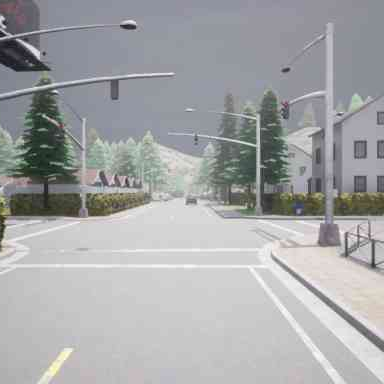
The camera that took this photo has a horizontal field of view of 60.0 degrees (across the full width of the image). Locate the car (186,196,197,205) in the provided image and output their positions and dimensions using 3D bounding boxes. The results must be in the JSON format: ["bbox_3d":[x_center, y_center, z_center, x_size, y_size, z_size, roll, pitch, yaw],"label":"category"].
[{"bbox_3d":[-0.089,1.505,59.170,1.837,1.490,4.892,0,0,0],"label":"car"}]
